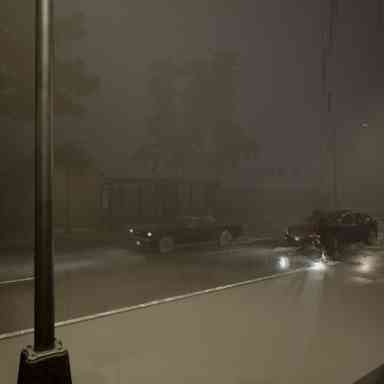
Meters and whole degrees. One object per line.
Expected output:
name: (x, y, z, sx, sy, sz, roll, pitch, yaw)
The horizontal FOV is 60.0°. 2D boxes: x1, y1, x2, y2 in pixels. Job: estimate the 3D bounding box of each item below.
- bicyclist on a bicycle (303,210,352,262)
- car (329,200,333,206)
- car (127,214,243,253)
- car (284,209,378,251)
bicyclist on a bicycle: (4.151, 1.371, 10.463, 0.582, 1.620, 1.656, 1, -8, -37)
car: (19.828, 1.491, 52.375, 2.128, 1.511, 4.902, 0, 0, -36)
car: (-0.209, 1.601, 13.725, 4.718, 1.301, 1.895, 0, 0, -36)
car: (5.870, 1.501, 13.801, 4.892, 1.490, 1.837, 0, 0, -36)
